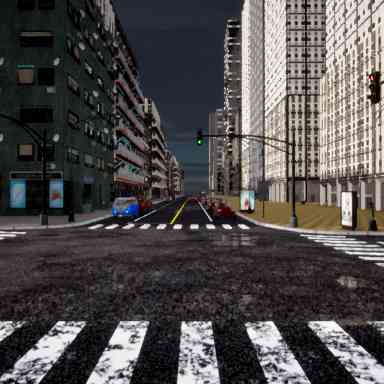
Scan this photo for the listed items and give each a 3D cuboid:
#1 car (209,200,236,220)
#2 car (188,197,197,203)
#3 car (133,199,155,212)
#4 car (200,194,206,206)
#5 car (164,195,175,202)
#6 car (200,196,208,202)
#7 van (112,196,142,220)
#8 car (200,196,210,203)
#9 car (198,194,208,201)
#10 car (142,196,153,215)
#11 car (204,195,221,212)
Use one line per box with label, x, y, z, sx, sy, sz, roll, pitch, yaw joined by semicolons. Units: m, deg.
car;2.725;1.595;28.382;1.802;1.307;4.206;0;0;0
car;0.168;1.652;69.686;1.895;1.301;4.718;0;0;0
car;-5.645;1.565;39.447;1.887;1.381;4.507;0;0;0
car;2.753;1.475;56.021;1.967;1.590;4.097;0;0;0
car;-5.606;1.502;78.140;1.967;1.590;4.097;0;0;0
car;2.773;1.644;78.131;1.802;1.307;4.206;0;0;0
van;-5.654;1.354;28.392;1.690;1.788;3.998;0;0;0
car;2.768;1.600;72.604;1.887;1.381;4.507;0;0;0
car;2.780;1.385;83.659;2.192;1.841;5.009;0;0;0
car;-5.649;1.332;33.919;2.192;1.841;5.009;0;0;0
car;2.737;1.461;39.438;1.967;1.590;4.097;0;0;0
